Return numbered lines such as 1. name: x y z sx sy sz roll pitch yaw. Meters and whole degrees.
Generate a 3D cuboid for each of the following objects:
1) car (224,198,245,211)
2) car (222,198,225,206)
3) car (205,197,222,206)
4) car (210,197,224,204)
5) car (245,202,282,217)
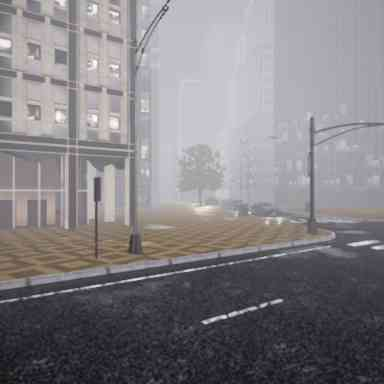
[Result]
1. car: 6.181 1.739 44.645 1.882 1.535 5.008 0 -1 -7
2. car: 6.856 1.899 63.366 2.128 1.511 4.902 0 0 -7
3. car: 3.788 1.762 63.314 2.097 1.767 4.553 0 0 -7
4. car: 5.506 1.917 73.695 2.128 1.511 4.902 0 0 -7
5. car: 7.500 1.731 34.481 2.033 1.411 5.357 0 0 -7
